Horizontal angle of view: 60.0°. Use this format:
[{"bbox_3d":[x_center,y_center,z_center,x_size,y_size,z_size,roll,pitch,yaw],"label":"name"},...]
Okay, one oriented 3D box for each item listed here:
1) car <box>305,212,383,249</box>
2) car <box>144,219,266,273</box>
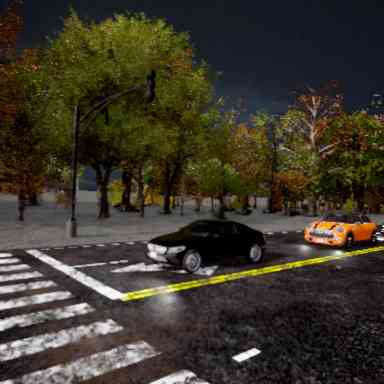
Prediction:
[{"bbox_3d":[7.931,1.860,17.577,4.553,1.767,2.097,3,-1,-41],"label":"car"},{"bbox_3d":[0.635,1.654,11.216,4.674,1.442,1.812,3,-1,-41],"label":"car"}]
